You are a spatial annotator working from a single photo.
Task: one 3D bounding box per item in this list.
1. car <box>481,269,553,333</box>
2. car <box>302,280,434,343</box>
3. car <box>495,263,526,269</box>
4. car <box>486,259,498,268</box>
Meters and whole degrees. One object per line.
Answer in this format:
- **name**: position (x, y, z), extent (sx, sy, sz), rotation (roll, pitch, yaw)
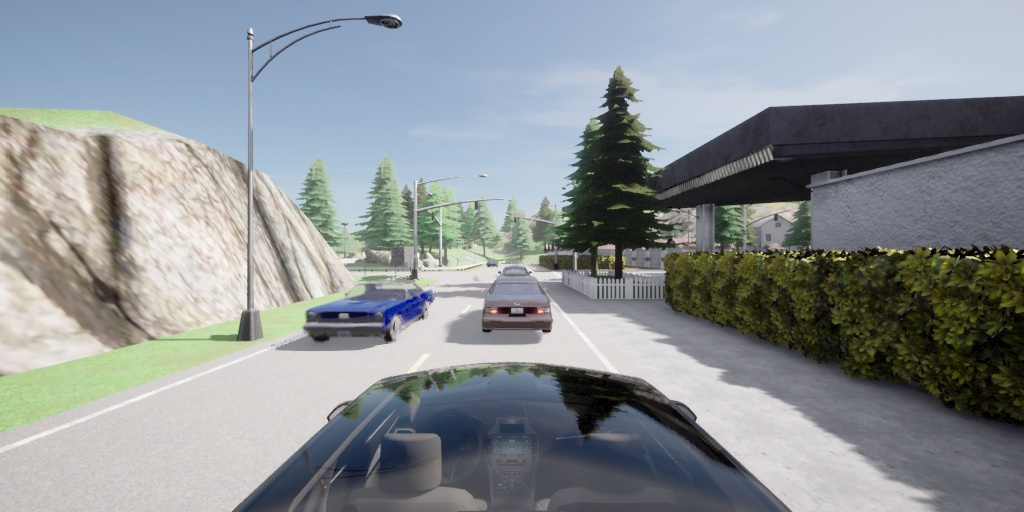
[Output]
- **car**: position (0.132, 1.297, 10.746), extent (2.033, 1.411, 5.357), rotation (0, 0, 0)
- **car**: position (-3.564, 1.351, 9.819), extent (1.895, 1.301, 4.718), rotation (0, 0, 0)
- **car**: position (0.174, 1.276, 20.332), extent (1.812, 1.442, 4.674), rotation (0, 0, 0)
- **car**: position (-3.339, 1.297, 61.526), extent (2.033, 1.411, 5.357), rotation (0, 0, 0)
